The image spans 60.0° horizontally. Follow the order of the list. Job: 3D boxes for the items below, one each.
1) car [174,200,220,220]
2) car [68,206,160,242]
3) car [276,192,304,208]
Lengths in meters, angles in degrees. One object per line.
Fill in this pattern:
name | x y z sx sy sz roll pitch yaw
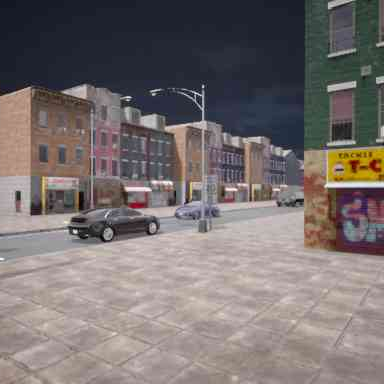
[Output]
car | 0.525 1.394 26.810 1.812 1.442 4.674 0 0 36
car | -3.580 1.443 16.193 1.837 1.490 4.892 0 0 36
car | 13.172 0.985 44.336 2.150 2.045 5.566 0 0 36
